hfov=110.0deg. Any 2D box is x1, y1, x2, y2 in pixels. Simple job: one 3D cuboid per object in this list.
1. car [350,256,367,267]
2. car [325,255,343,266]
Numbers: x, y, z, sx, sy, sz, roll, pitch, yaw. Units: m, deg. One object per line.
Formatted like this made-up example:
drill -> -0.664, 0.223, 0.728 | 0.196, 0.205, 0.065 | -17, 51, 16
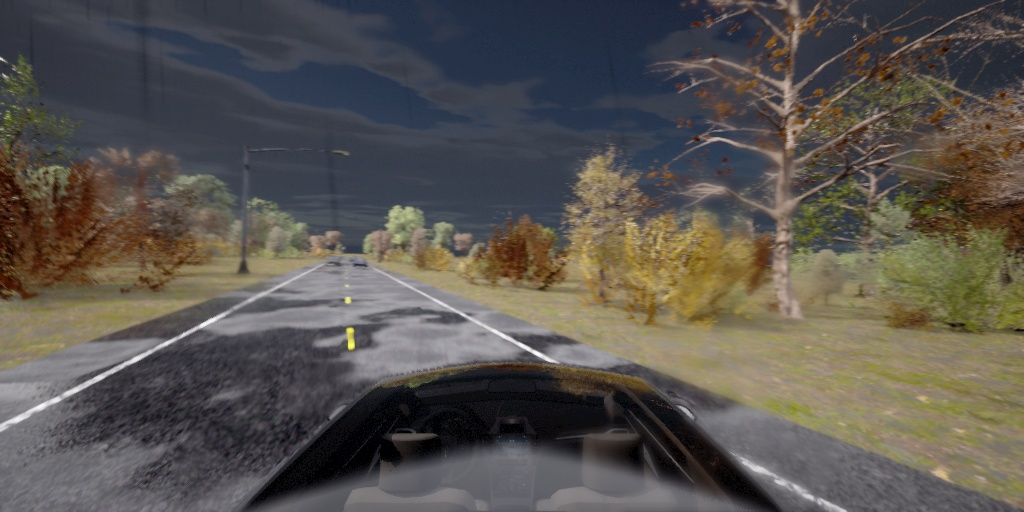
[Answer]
car -> -23.034, 0.931, 54.363 | 1.994, 1.385, 4.181 | 2, 0, -25
car -> -26.790, 0.775, 53.838 | 1.837, 1.490, 4.892 | 2, 0, -24
